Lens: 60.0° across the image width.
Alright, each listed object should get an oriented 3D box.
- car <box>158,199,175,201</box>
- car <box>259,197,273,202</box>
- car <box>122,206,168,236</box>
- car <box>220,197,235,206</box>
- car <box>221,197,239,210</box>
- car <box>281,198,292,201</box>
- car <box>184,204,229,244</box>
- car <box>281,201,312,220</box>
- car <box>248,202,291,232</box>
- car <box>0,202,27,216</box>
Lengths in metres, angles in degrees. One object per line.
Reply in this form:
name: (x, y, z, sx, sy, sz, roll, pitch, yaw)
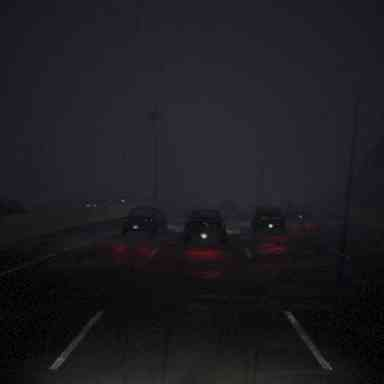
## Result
car: (-4.518, 1.673, 61.963, 1.895, 1.301, 4.718, 1, 0, 18)
car: (13.340, 1.605, 60.068, 2.097, 1.767, 4.553, 1, 0, 19)
car: (-2.546, 1.534, 18.657, 1.812, 1.442, 4.674, 0, 0, 6)
car: (6.705, 1.692, 62.147, 1.837, 1.490, 4.892, 0, 0, 19)
car: (5.222, 1.741, 45.357, 1.895, 1.301, 4.718, 1, 0, 14)
car: (17.303, 1.773, 60.768, 1.882, 1.535, 5.008, 0, 0, 20)
car: (0.717, 1.543, 16.019, 1.837, 1.490, 4.892, 0, 0, 5)
car: (9.425, 1.756, 29.958, 1.895, 1.301, 4.718, 1, 0, 9)
car: (4.616, 1.593, 20.652, 1.837, 1.490, 4.892, 0, 0, 7)
car: (-12.911, 1.256, 21.706, 2.097, 1.767, 4.553, 1, 0, 6)
